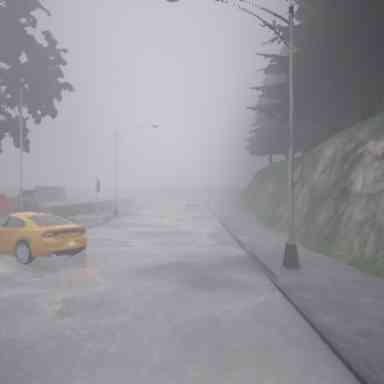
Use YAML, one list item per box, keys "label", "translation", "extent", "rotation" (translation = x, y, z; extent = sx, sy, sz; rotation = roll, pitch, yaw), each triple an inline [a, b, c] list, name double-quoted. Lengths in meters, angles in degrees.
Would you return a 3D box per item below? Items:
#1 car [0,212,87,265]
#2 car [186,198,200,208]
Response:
- label: "car"
  translation: [-5.898, 1.449, 11.600]
  extent: [5.008, 1.535, 1.882]
  rotation: [0, -1, 30]
- label: "car"
  translation: [0.099, 1.489, 46.586]
  extent: [1.895, 1.301, 4.718]
  rotation: [0, 0, 0]
